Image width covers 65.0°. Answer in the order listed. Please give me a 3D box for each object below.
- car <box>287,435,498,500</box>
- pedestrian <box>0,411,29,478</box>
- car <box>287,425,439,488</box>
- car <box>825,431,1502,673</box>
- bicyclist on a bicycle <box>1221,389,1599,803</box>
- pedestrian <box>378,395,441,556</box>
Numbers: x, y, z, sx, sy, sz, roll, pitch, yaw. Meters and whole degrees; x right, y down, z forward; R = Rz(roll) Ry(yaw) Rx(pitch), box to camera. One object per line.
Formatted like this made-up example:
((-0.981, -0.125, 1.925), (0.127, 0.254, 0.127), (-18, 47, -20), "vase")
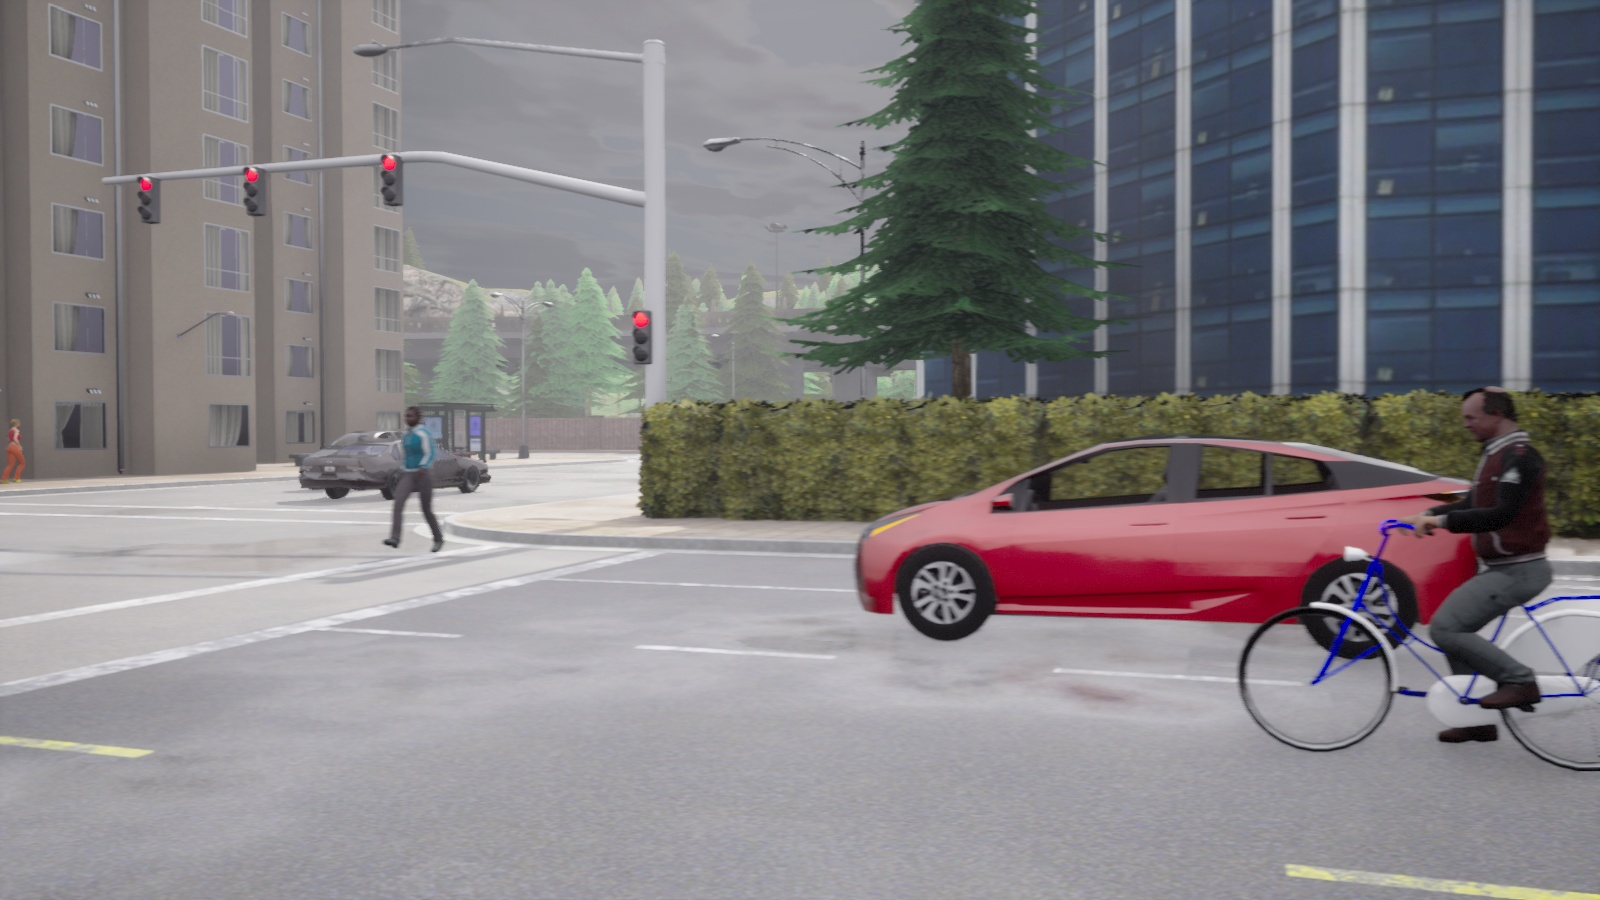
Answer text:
((-9.662, 0.352, 30.351), (2.033, 1.411, 5.357), (1, 1, 19), "car")
((-21.946, -0.159, 35.086), (0.345, 1.836, 0.594), (1, 1, 26), "pedestrian")
((-11.923, 0.127, 34.539), (1.851, 1.617, 3.988), (1, 1, 19), "car")
((2.652, 0.628, 9.686), (4.514, 1.525, 2.007), (1, 1, 19), "car")
((2.961, 0.614, 5.888), (1.843, 1.776, 0.659), (1, 1, 19), "bicyclist on a bicycle")
((-4.785, 0.300, 15.420), (0.396, 1.930, 0.692), (1, 1, 21), "pedestrian")
